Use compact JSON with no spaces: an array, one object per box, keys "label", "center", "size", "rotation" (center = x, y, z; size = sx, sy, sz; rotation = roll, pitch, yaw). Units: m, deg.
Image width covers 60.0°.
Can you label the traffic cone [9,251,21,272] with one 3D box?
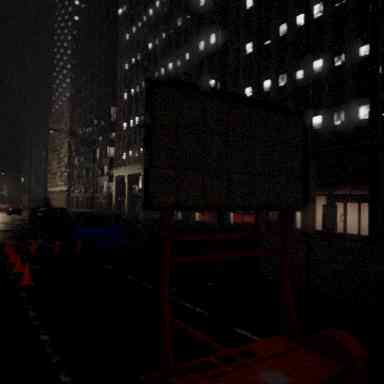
[{"label":"traffic cone","center":[-5.634,2.267,10.792],"size":[0.340,0.580,0.340],"rotation":[2,-2,-33]}]

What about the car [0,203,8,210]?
[{"label":"car","center":[-39.214,3.194,69.100],"size":[2.192,1.841,5.009],"rotation":[2,-2,-33]}]

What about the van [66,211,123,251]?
[{"label":"van","center":[-4.875,1.879,16.871],"size":[1.690,1.788,3.998],"rotation":[2,-2,-33]}]

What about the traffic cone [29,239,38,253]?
[{"label":"traffic cone","center":[-6.995,2.385,14.682],"size":[0.340,0.580,0.340],"rotation":[2,-2,-33]}]

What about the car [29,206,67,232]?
[{"label":"car","center":[-11.119,2.097,26.368],"size":[2.192,1.841,5.009],"rotation":[2,-2,-33]}]

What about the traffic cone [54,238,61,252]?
[{"label":"traffic cone","center":[-6.159,2.416,15.231],"size":[0.340,0.580,0.340],"rotation":[2,-2,-33]}]

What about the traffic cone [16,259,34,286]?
[{"label":"traffic cone","center":[-4.535,2.224,9.121],"size":[0.340,0.580,0.340],"rotation":[2,-2,-33]}]

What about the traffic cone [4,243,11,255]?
[{"label":"traffic cone","center":[-6.732,2.310,12.463],"size":[0.340,0.580,0.340],"rotation":[2,-2,-33]}]

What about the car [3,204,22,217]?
[{"label":"car","center":[-26.729,2.942,50.100],"size":[2.008,1.369,4.403],"rotation":[2,-2,-33]}]

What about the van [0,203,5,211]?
[{"label":"van","center":[-45.458,3.462,78.595],"size":[1.690,1.788,3.998],"rotation":[2,-2,-33]}]

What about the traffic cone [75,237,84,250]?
[{"label":"traffic cone","center":[-5.324,2.448,15.779],"size":[0.340,0.580,0.340],"rotation":[2,-2,-33]}]

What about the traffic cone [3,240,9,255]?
[{"label":"traffic cone","center":[-7.830,2.353,14.133],"size":[0.340,0.580,0.340],"rotation":[2,-2,-33]}]

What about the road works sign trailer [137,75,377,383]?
[{"label":"road works sign trailer","center":[0.397,0.624,4.033],"size":[2.380,3.560,2.880],"rotation":[2,-2,-33]}]
